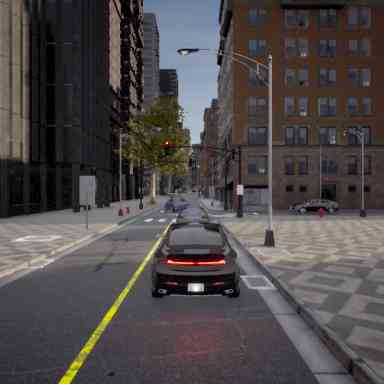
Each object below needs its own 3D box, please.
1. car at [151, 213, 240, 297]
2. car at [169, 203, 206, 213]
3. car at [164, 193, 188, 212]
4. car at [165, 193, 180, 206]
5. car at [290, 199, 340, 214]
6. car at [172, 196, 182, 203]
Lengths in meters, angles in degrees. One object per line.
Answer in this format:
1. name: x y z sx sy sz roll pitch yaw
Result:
1. car: 0.082 1.505 8.527 1.837 1.490 4.892 0 0 0
2. car: 0.057 1.547 18.263 2.033 1.411 5.357 0 0 0
3. car: -1.660 1.348 36.729 2.097 1.767 4.553 0 0 -19
4. car: -3.096 1.224 54.354 2.150 2.045 5.566 0 0 0
5. car: 12.610 1.471 34.241 4.902 1.511 2.128 0 0 0
6. car: -3.008 1.603 69.502 1.895 1.301 4.718 0 0 0
